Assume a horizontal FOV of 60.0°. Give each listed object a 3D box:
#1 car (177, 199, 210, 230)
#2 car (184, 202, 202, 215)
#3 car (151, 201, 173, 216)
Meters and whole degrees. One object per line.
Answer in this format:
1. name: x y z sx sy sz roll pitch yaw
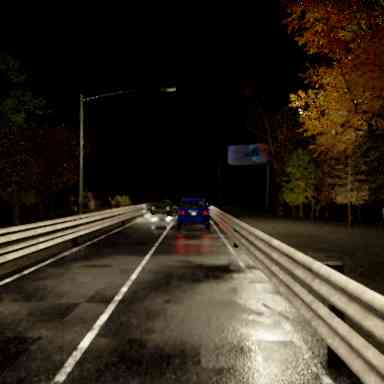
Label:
1. car: 0.112 1.476 23.423 2.150 2.045 5.566 0 -1 0
2. car: 0.115 2.008 42.098 2.033 1.411 5.357 0 -1 0
3. car: -3.327 1.757 37.136 2.097 1.767 4.553 0 -1 0
